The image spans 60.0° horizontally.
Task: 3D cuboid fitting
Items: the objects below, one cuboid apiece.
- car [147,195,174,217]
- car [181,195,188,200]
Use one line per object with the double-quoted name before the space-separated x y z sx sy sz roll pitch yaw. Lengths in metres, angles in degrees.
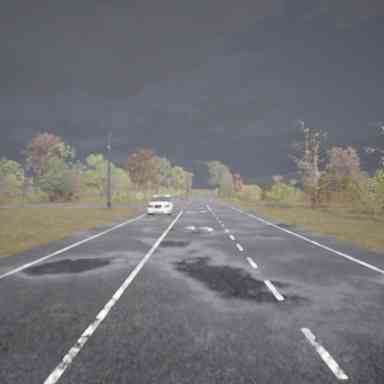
"car" -3.026 1.296 32.806 2.150 2.045 5.566 0 0 1
"car" -2.111 1.602 90.367 1.837 1.490 4.892 0 0 1
